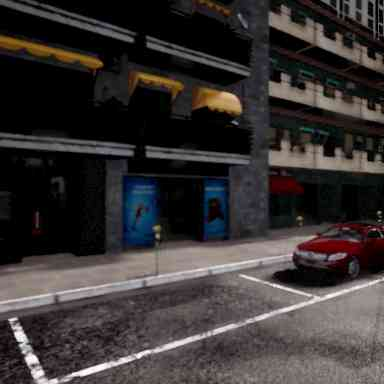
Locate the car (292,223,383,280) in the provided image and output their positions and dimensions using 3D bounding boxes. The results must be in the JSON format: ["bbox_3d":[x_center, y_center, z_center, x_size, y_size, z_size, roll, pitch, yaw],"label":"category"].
[{"bbox_3d":[4.836,1.613,10.016,4.206,1.307,1.802,0,0,-36],"label":"car"}]
